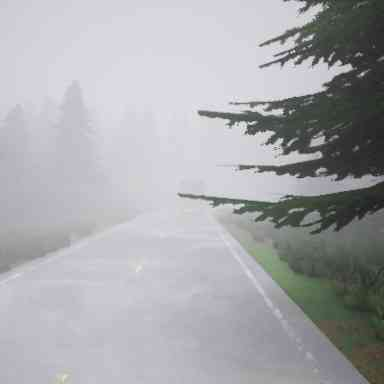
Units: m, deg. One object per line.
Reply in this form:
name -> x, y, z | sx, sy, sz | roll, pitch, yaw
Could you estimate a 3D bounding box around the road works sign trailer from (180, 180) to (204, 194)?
road works sign trailer -> 0.007, 0.605, 32.283 | 2.380, 3.560, 2.880 | 0, 0, 0
